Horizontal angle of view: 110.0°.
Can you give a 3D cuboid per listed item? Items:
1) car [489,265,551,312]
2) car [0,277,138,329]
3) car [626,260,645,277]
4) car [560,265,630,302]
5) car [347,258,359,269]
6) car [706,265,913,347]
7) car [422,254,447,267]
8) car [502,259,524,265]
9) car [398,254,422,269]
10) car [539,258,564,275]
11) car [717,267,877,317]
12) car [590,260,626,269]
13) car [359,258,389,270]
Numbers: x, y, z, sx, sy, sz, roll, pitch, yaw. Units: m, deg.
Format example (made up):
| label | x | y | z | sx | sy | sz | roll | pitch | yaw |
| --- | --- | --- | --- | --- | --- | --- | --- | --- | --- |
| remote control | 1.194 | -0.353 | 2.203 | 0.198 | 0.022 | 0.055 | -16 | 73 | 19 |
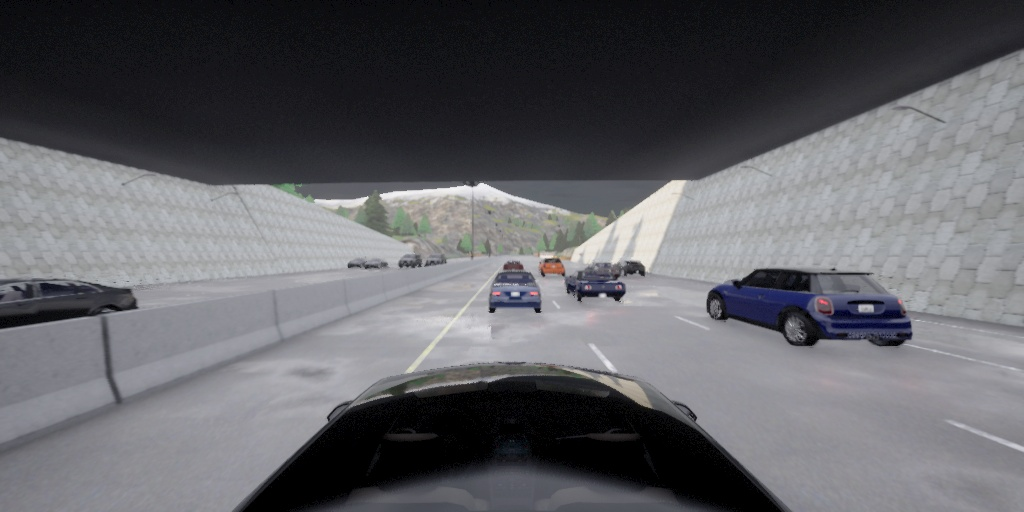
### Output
| label | x | y | z | sx | sy | sz | roll | pitch | yaw |
| --- | --- | --- | --- | --- | --- | --- | --- | --- | --- |
| car | 0.102 | 1.230 | 13.756 | 2.033 | 1.411 | 5.357 | 0 | 0 | 0 |
| car | -10.600 | 1.211 | 7.193 | 2.128 | 1.511 | 4.902 | 0 | 0 | 0 |
| car | 10.621 | 1.081 | 32.836 | 1.837 | 1.490 | 4.892 | 0 | 0 | 0 |
| car | 3.603 | 1.268 | 16.437 | 1.895 | 1.301 | 4.718 | 0 | 0 | 0 |
| car | -21.025 | 0.987 | 49.631 | 1.837 | 1.490 | 4.892 | 0 | 0 | 0 |
| car | 7.098 | 1.060 | 9.310 | 2.097 | 1.767 | 4.553 | 0 | 0 | 0 |
| car | -10.530 | 0.703 | 50.182 | 2.150 | 2.045 | 5.566 | 0 | 0 | 0 |
| car | 0.122 | 1.049 | 33.631 | 1.882 | 1.535 | 5.008 | 0 | 0 | 0 |
| car | -14.028 | 0.705 | 49.760 | 2.150 | 2.045 | 5.566 | 0 | 0 | 0 |
| car | 3.621 | 0.925 | 33.331 | 2.097 | 1.767 | 4.553 | 0 | 0 | 0 |
| car | 10.602 | 1.228 | 14.101 | 2.033 | 1.411 | 5.357 | 0 | 0 | 0 |
| car | 7.117 | 1.146 | 28.719 | 2.033 | 1.411 | 5.357 | 0 | 0 | 0 |
| car | -17.545 | 1.002 | 46.608 | 1.837 | 1.490 | 4.892 | 0 | 1 | 0 |
